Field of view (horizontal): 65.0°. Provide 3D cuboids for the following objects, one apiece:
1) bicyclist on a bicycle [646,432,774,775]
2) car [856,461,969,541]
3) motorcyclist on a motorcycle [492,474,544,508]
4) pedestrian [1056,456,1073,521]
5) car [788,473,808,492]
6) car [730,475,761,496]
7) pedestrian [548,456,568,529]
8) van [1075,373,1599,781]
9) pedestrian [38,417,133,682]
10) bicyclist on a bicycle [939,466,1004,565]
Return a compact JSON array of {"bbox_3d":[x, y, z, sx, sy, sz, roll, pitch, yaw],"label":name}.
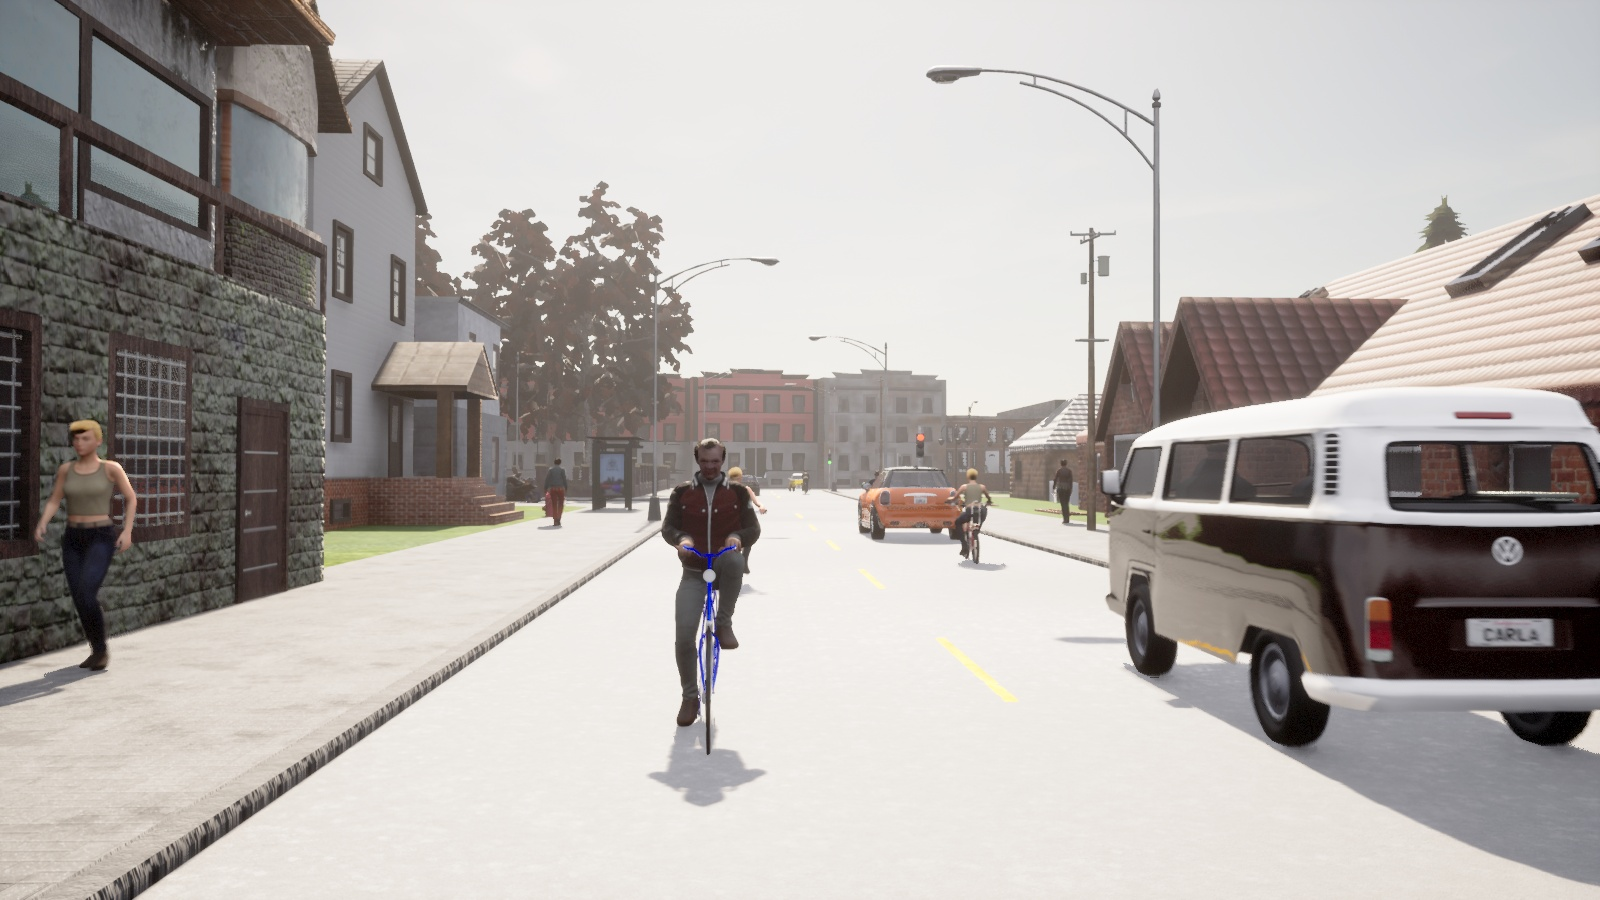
[{"bbox_3d":[-0.532,0.813,7.462,0.659,1.776,1.843,0,-1,-4],"label":"bicyclist on a bicycle"},{"bbox_3d":[2.603,1.169,30.248,2.097,1.767,4.553,0,-1,-3],"label":"car"},{"bbox_3d":[-12.762,1.854,56.942,2.191,1.530,0.866,0,-1,-2],"label":"motorcyclist on a motorcycle"},{"bbox_3d":[7.442,1.087,35.345,0.328,1.805,0.869,0,-1,3],"label":"pedestrian"},{"bbox_3d":[-0.150,2.493,96.911,1.481,1.376,2.207,0,-1,-2],"label":"car"},{"bbox_3d":[-3.554,2.286,80.992,1.895,1.301,4.718,0,-1,-4],"label":"car"},{"bbox_3d":[-6.262,1.094,32.502,0.353,1.847,0.614,0,-1,5],"label":"pedestrian"},{"bbox_3d":[3.490,0.667,8.559,2.069,2.038,4.480,0,-1,-2],"label":"van"},{"bbox_3d":[-5.120,0.696,9.022,0.345,1.836,0.594,0,-1,-1],"label":"pedestrian"},{"bbox_3d":[2.951,1.102,21.719,0.866,1.612,1.509,0,0,-2],"label":"bicyclist on a bicycle"}]
